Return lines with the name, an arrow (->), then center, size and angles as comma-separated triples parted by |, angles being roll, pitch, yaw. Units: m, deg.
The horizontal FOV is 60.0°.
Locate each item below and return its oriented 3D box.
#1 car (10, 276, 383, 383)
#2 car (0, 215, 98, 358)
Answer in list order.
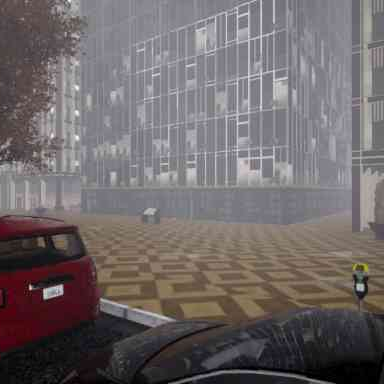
car -> 0.840, 1.566, 2.278 | 4.313, 1.339, 1.947 | 0, 0, 36
car -> -3.651, 1.315, 5.493 | 5.009, 1.841, 2.192 | 0, 0, 36
